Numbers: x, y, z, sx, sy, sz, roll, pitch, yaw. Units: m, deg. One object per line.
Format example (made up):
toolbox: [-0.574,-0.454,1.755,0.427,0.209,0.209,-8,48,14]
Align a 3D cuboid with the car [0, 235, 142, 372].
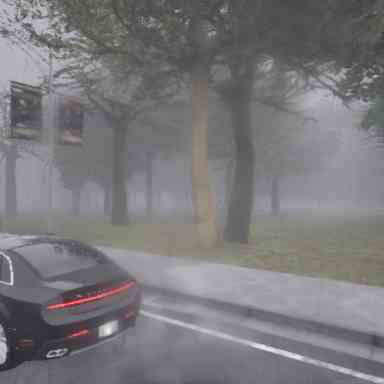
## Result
car: [-3.004,1.518,5.752,4.892,1.490,1.837,0,0,37]
